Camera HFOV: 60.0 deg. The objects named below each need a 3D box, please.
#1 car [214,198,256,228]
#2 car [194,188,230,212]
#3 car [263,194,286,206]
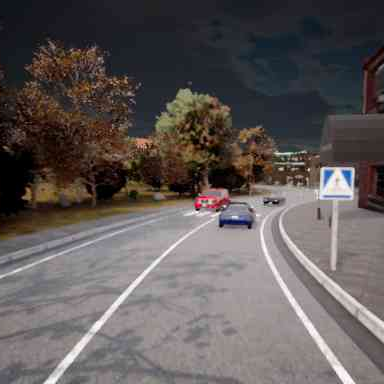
[{"bbox_3d":[2.883,1.342,20.708,1.994,1.385,4.181,1,1,14],"label":"car"},{"bbox_3d":[1.963,0.711,30.558,2.150,2.045,5.566,2,2,20],"label":"car"},{"bbox_3d":[10.056,0.944,40.285,1.895,1.301,4.718,2,2,26],"label":"car"}]
